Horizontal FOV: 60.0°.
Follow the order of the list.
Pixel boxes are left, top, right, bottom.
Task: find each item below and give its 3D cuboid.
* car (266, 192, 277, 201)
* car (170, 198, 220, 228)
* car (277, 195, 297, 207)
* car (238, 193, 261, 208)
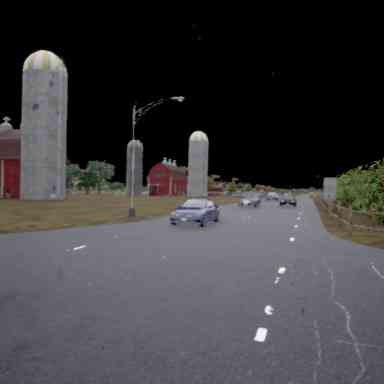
[{"bbox_3d":[13.903,0.799,57.280,1.812,1.442,4.674,2,0,20],"label":"car"},{"bbox_3d":[0.348,1.096,19.009,1.812,1.442,4.674,2,1,19],"label":"car"},{"bbox_3d":[11.725,1.066,40.228,1.895,1.301,4.718,2,1,19],"label":"car"},{"bbox_3d":[6.256,0.895,35.788,2.128,1.511,4.902,2,1,19],"label":"car"}]
